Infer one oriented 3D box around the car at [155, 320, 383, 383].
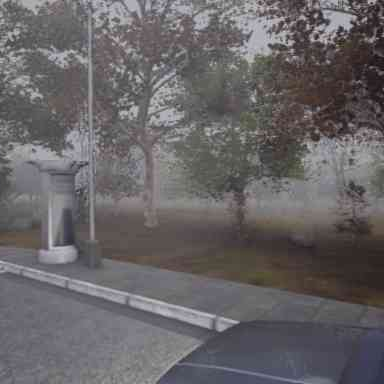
[{"bbox_3d":[2.209,1.546,1.810,5.357,1.411,2.033,0,0,35],"label":"car"}]
